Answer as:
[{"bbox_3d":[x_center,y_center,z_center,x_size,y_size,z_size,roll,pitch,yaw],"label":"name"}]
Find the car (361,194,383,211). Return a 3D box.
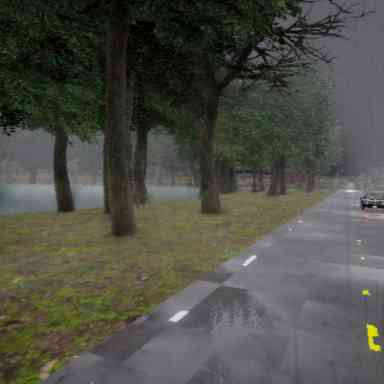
[{"bbox_3d":[15.556,0.851,28.543,1.895,1.301,4.718,3,3,25],"label":"car"}]
